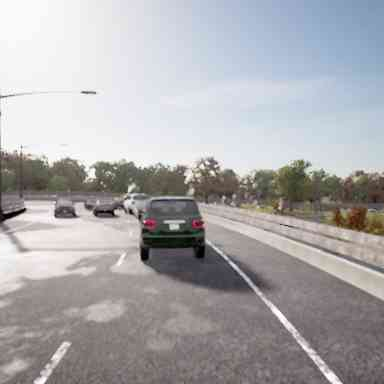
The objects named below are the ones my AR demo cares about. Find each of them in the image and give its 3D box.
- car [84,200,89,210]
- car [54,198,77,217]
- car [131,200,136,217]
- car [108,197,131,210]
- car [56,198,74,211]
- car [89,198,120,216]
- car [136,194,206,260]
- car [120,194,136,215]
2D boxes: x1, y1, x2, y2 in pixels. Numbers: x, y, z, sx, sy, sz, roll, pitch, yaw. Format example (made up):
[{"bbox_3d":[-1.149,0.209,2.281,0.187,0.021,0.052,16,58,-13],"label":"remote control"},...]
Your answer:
[{"bbox_3d":[-13.273,1.652,44.569,1.895,1.301,4.718,0,0,-24],"label":"car"},{"bbox_3d":[-12.125,1.577,31.929,1.812,1.442,4.674,0,0,-19],"label":"car"},{"bbox_3d":[-3.781,1.608,28.216,1.895,1.301,4.718,0,0,-15],"label":"car"},{"bbox_3d":[-10.087,1.525,46.008,2.128,1.511,4.902,0,0,-24],"label":"car"},{"bbox_3d":[-16.677,1.577,43.607,1.837,1.490,4.892,0,0,-24],"label":"car"},{"bbox_3d":[-8.740,1.524,32.803,2.128,1.511,4.902,0,0,-19],"label":"car"},{"bbox_3d":[-0.872,1.210,12.718,2.150,2.045,5.566,0,-1,-7],"label":"car"},{"bbox_3d":[-5.811,1.233,35.028,2.150,2.045,5.566,0,0,-19],"label":"car"}]
